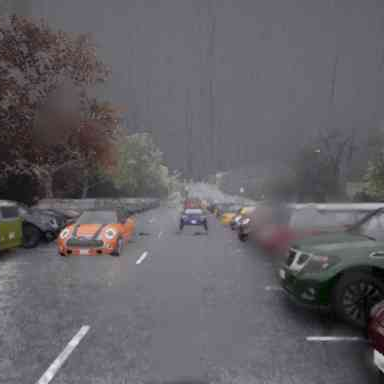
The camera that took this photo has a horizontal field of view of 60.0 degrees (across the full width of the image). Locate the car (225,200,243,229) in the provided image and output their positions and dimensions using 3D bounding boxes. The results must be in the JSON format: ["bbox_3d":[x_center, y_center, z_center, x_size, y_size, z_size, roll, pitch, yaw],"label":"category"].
[{"bbox_3d":[4.557,1.551,20.315,4.553,1.767,2.185,0,-1,0],"label":"car"}]

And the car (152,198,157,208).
[{"bbox_3d":[-8.607,2.193,53.529,4.792,1.488,2.163,0,-1,0],"label":"car"}]

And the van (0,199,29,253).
[{"bbox_3d":[-8.665,1.334,11.993,4.442,1.987,1.878,0,-1,0],"label":"van"}]

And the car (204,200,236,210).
[{"bbox_3d":[4.685,2.217,56.269,5.366,1.575,1.946,0,-1,0],"label":"car"}]

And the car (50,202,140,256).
[{"bbox_3d":[-3.624,1.452,13.386,2.097,1.767,4.553,0,-1,0],"label":"car"}]

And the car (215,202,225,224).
[{"bbox_3d":[4.528,1.756,25.865,4.892,1.521,2.231,0,-1,0],"label":"car"}]

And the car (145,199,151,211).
[{"bbox_3d":[-8.578,2.028,45.354,5.008,1.535,2.097,0,-1,0],"label":"car"}]

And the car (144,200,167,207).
[{"bbox_3d":[-8.591,2.721,78.455,5.008,1.535,2.097,0,-1,0],"label":"car"}]

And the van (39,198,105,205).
[{"bbox_3d":[-8.673,1.489,23.072,4.442,1.987,1.878,0,-1,0],"label":"van"}]

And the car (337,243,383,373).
[{"bbox_3d":[4.508,1.502,3.684,4.792,1.488,2.163,0,0,0],"label":"car"}]

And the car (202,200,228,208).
[{"bbox_3d":[4.487,2.411,64.715,4.892,1.521,2.231,0,-1,0],"label":"car"}]

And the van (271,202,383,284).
[{"bbox_3d":[4.650,1.295,9.213,4.442,1.987,1.878,0,-1,0],"label":"van"}]

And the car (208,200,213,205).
[{"bbox_3d":[4.543,1.940,36.969,4.792,1.488,2.163,0,-1,0],"label":"car"}]

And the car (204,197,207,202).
[{"bbox_3d":[4.474,1.944,48.072,4.553,1.767,2.185,0,-1,0],"label":"car"}]

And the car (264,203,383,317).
[{"bbox_3d":[4.507,1.231,6.437,5.566,2.045,2.435,0,-1,0],"label":"car"}]

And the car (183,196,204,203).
[{"bbox_3d":[0.062,1.708,41.206,2.150,2.045,5.566,0,-1,0],"label":"car"}]

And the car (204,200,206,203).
[{"bbox_3d":[4.478,2.057,45.297,4.792,1.488,2.163,0,-1,0],"label":"car"}]

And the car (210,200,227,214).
[{"bbox_3d":[4.703,1.830,31.417,5.366,1.575,1.946,0,-1,0],"label":"car"}]

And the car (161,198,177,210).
[{"bbox_3d":[-3.601,2.227,55.487,1.837,1.490,4.892,0,-1,0],"label":"car"}]

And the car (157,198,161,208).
[{"bbox_3d":[-8.554,2.313,59.193,4.792,1.488,2.163,0,-1,0],"label":"car"}]

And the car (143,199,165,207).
[{"bbox_3d":[-8.625,2.533,75.687,4.553,1.767,2.185,0,-1,0],"label":"car"}]

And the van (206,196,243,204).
[{"bbox_3d":[4.393,1.763,42.524,4.442,1.987,1.878,0,-1,0],"label":"van"}]

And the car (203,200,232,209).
[{"bbox_3d":[4.681,2.344,61.940,5.366,1.575,1.946,0,-1,0],"label":"car"}]

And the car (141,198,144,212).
[{"bbox_3d":[-8.538,1.660,37.049,5.566,2.045,2.435,0,-1,0],"label":"car"}]

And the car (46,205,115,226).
[{"bbox_3d":[-8.561,1.794,25.839,4.674,1.452,2.002,0,-1,0],"label":"car"}]

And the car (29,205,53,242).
[{"bbox_3d":[-8.547,1.639,17.654,5.008,1.535,2.097,0,-1,0],"label":"car"}]

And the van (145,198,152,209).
[{"bbox_3d":[-8.466,1.844,48.143,4.442,1.987,1.878,0,-1,0],"label":"van"}]

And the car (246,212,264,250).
[{"bbox_3d":[4.529,1.600,11.985,4.674,1.452,2.002,0,-1,0],"label":"car"}]

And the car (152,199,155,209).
[{"bbox_3d":[-8.605,2.144,50.890,4.792,1.488,2.163,0,-1,0],"label":"car"}]

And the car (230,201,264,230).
[{"bbox_3d":[4.559,1.512,17.540,4.553,1.767,2.185,0,-1,0],"label":"car"}]

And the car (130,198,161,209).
[{"bbox_3d":[-8.613,2.095,61.968,5.566,2.045,2.435,0,-1,0],"label":"car"}]

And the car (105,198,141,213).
[{"bbox_3d":[-8.536,1.621,34.279,5.566,2.045,2.435,0,-1,0],"label":"car"}]

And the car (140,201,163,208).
[{"bbox_3d":[-8.587,2.576,70.269,4.674,1.452,2.002,0,-1,0],"label":"car"}]

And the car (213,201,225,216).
[{"bbox_3d":[4.513,1.795,28.641,4.892,1.521,2.231,0,-1,0],"label":"car"}]

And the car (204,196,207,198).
[{"bbox_3d":[4.461,2.285,70.272,5.566,2.045,2.435,0,-1,0],"label":"car"}]

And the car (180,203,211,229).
[{"bbox_3d":[0.098,1.768,23.466,1.812,1.442,4.674,0,-1,0],"label":"car"}]

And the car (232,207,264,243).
[{"bbox_3d":[4.535,1.599,14.762,5.008,1.535,2.097,0,-1,0],"label":"car"}]

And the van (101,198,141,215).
[{"bbox_3d":[-8.452,1.724,39.817,4.442,1.987,1.878,0,-1,0],"label":"van"}]

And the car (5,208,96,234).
[{"bbox_3d":[-8.552,1.718,20.425,4.674,1.452,2.002,0,-1,0],"label":"car"}]

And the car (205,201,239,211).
[{"bbox_3d":[4.510,2.115,50.849,4.892,1.521,2.231,0,-1,0],"label":"car"}]
